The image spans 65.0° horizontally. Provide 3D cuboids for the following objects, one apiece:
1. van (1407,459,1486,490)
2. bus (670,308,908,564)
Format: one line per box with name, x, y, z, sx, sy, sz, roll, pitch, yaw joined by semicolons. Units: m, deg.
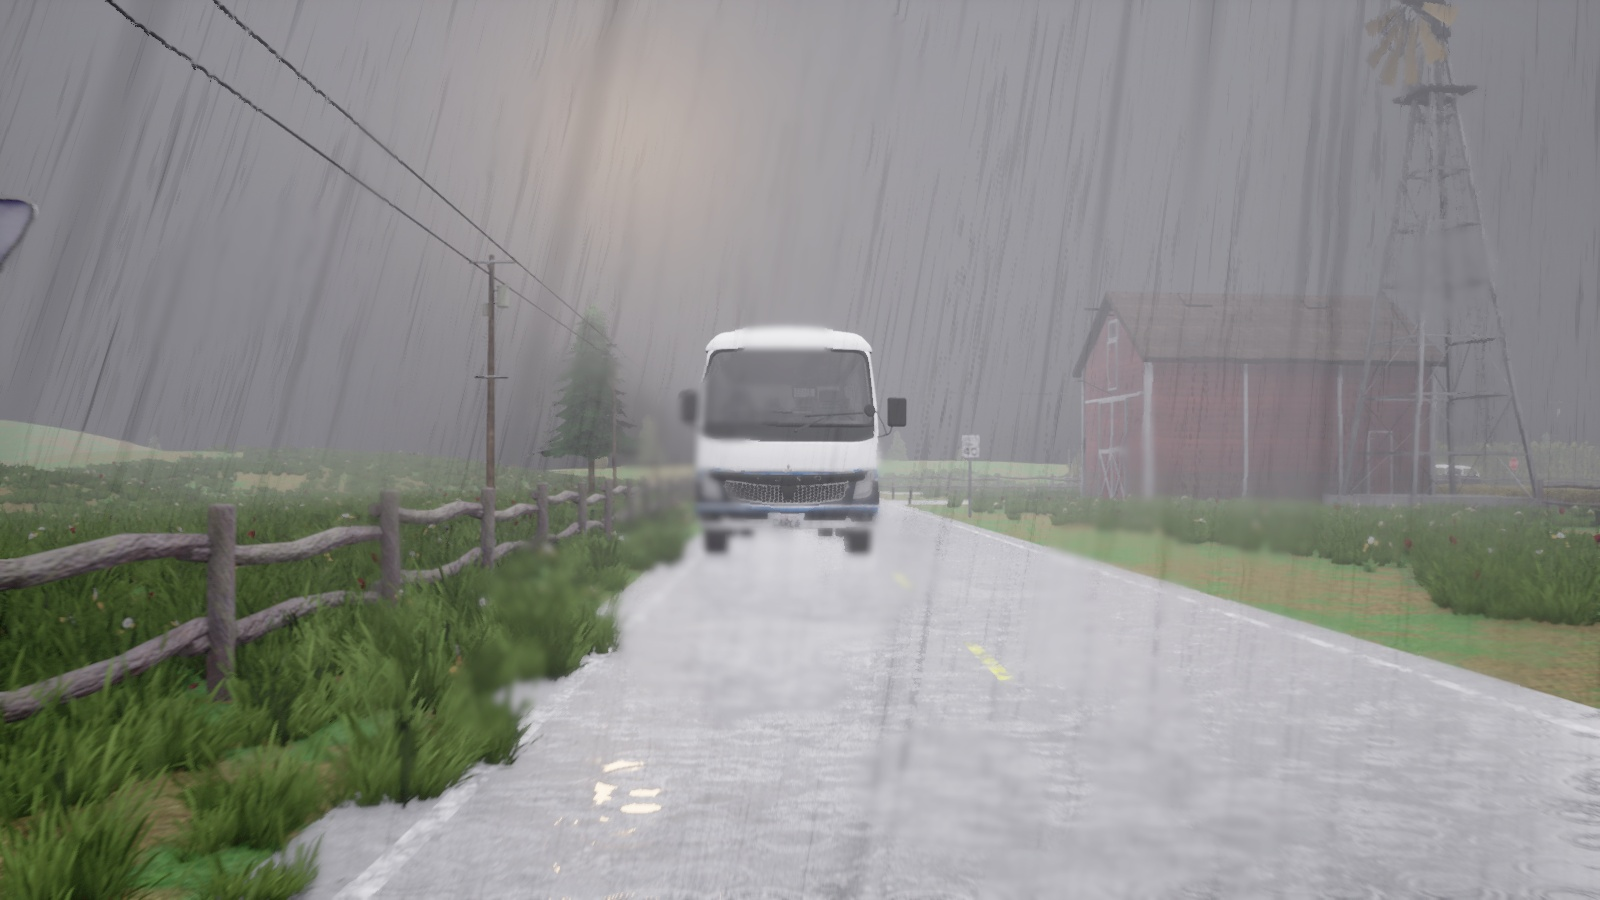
van;45.114;1.719;87.619;4.480;2.038;2.069;1;-1;-6
bus;-0.253;-0.154;26.069;3.944;4.253;10.273;0;-1;-1
